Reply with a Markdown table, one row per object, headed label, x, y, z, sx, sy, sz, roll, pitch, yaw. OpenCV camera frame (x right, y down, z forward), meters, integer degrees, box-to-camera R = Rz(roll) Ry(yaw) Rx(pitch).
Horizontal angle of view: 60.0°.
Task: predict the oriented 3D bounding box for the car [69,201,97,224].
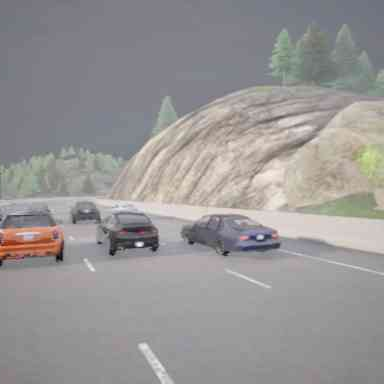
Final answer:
| label | x | y | z | sx | sy | sz | roll | pitch | yaw |
| --- | --- | --- | --- | --- | --- | --- | --- | --- | --- |
| car | -8.949 | 1.565 | 27.473 | 2.097 | 1.767 | 4.553 | -1 | 0 | -24 |

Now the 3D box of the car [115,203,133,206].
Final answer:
| label | x | y | z | sx | sy | sz | roll | pitch | yaw |
| --- | --- | --- | --- | --- | --- | --- | --- | --- | --- |
| car | -6.070 | 1.706 | 29.619 | 1.812 | 1.442 | 4.674 | -1 | 0 | -24 |

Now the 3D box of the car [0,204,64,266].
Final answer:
| label | x | y | z | sx | sy | sz | roll | pitch | yaw |
| --- | --- | --- | --- | --- | --- | --- | --- | --- | --- |
| car | -5.971 | 1.473 | 12.361 | 2.097 | 1.767 | 4.553 | -1 | 0 | -24 |

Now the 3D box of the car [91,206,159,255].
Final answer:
| label | x | y | z | sx | sy | sz | roll | pitch | yaw |
| --- | --- | --- | --- | --- | --- | --- | --- | --- | --- |
| car | -2.823 | 1.589 | 13.903 | 1.837 | 1.490 | 4.892 | -1 | 0 | -24 |

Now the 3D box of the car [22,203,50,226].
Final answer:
| label | x | y | z | sx | sy | sz | roll | pitch | yaw |
| --- | --- | --- | --- | --- | --- | --- | --- | --- | --- |
| car | -12.655 | 1.742 | 27.200 | 1.882 | 1.535 | 5.008 | -1 | 0 | -24 |

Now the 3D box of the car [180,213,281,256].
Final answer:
| label | x | y | z | sx | sy | sz | roll | pitch | yaw |
| --- | --- | --- | --- | --- | --- | --- | --- | --- | --- |
| car | 1.251 | 1.572 | 13.325 | 2.033 | 1.411 | 5.357 | -1 | 0 | -24 |
